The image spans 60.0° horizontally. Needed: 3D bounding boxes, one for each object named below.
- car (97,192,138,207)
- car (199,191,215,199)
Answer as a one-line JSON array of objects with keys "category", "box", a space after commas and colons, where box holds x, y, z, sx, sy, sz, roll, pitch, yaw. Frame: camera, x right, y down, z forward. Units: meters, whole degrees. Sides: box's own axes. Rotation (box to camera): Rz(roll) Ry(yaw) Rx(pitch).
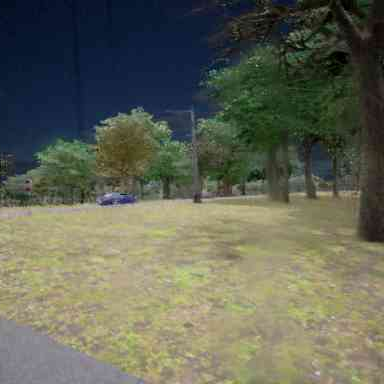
[{"category": "car", "box": [-7.532, 0.738, 33.893, 1.812, 1.442, 4.674, -4, -1, 34]}, {"category": "car", "box": [2.457, 0.606, 60.836, 1.994, 1.385, 4.181, -4, 0, 34]}]
